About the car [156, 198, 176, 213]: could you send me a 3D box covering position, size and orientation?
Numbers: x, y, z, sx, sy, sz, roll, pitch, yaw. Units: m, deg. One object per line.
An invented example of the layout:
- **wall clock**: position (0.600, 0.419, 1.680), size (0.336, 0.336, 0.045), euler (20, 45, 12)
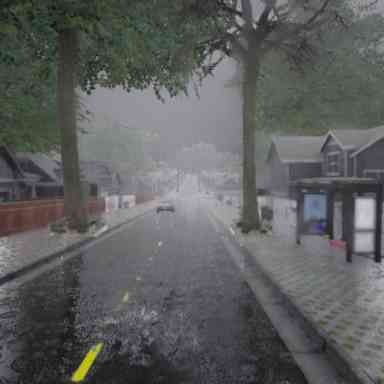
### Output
- **car**: position (-2.746, 1.454, 35.708), size (1.837, 1.490, 4.892), euler (0, 0, 0)
